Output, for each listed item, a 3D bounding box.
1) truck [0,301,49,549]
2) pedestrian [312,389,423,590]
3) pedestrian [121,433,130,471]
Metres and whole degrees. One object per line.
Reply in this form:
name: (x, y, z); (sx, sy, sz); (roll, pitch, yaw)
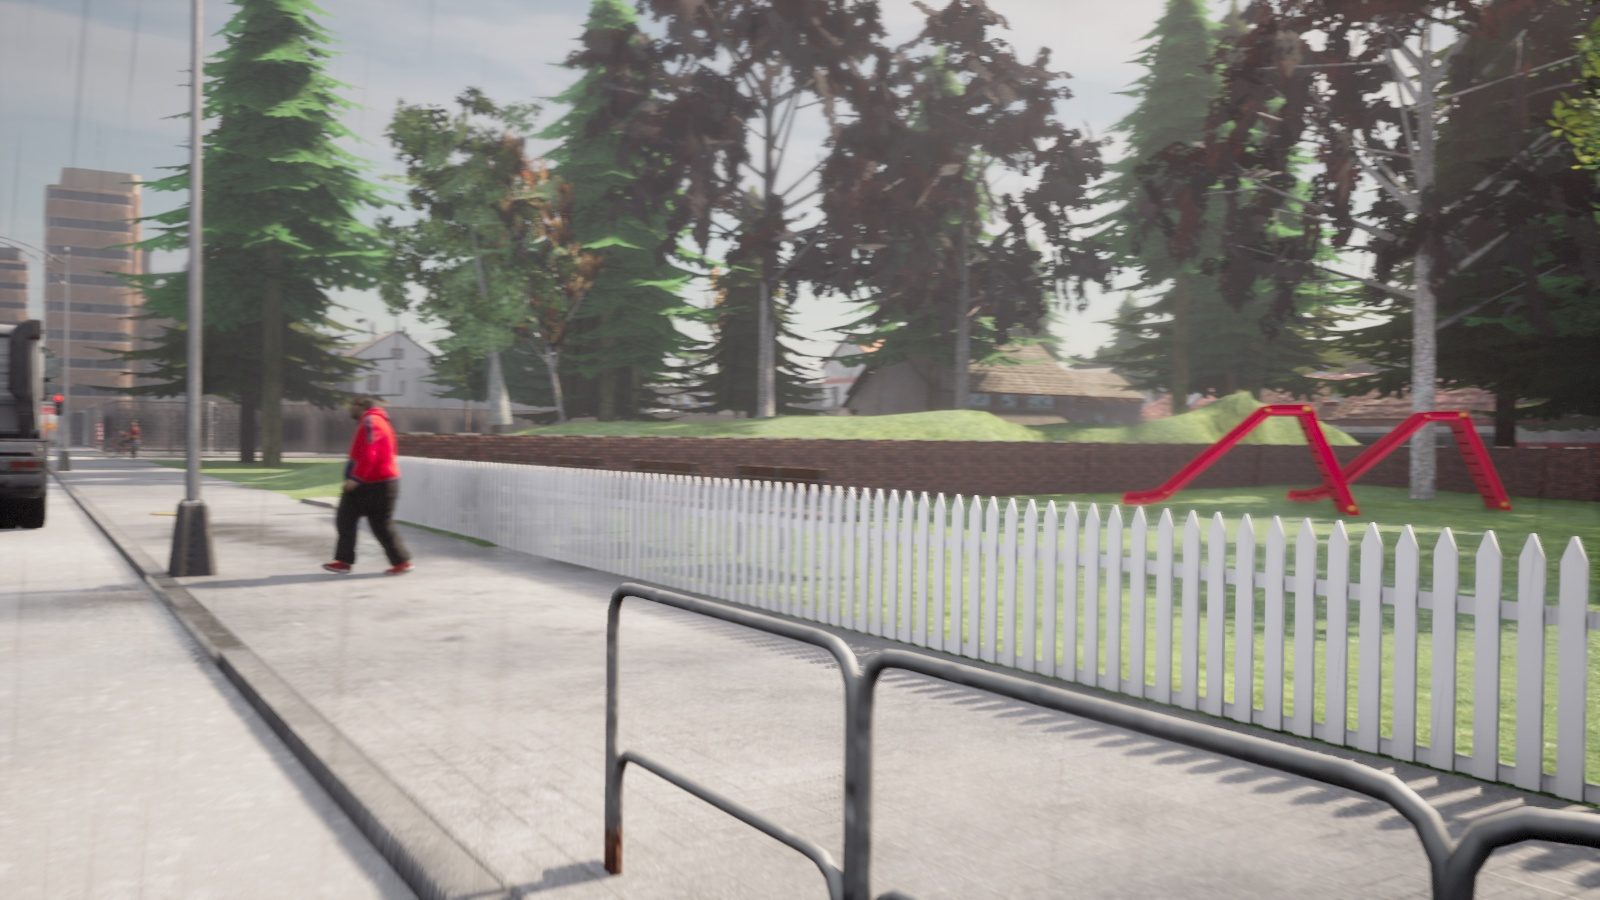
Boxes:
truck: (-14.018, -0.352, 20.393); (2.891, 3.462, 7.936); (-1, 0, -32)
pedestrian: (-4.135, 0.359, 12.006); (0.899, 1.844, 0.634); (-1, 1, -28)
pedestrian: (-32.642, 0.086, 60.812); (0.331, 1.846, 0.636); (-1, 1, -32)
